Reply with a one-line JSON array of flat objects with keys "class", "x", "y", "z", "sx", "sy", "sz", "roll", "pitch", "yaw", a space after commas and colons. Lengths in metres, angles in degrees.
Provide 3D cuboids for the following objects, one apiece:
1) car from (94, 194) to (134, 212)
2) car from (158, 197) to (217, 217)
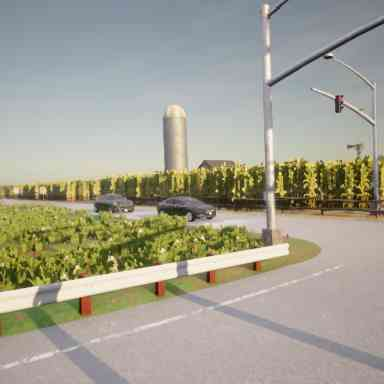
[{"class": "car", "x": -7.087, "y": 0.971, "z": 30.031, "sx": 2.097, "sy": 1.767, "sz": 4.553, "roll": -3, "pitch": 2, "yaw": -40}, {"class": "car", "x": -0.449, "y": 1.084, "z": 22.213, "sx": 1.837, "sy": 1.490, "sz": 4.892, "roll": -3, "pitch": 2, "yaw": -40}]
